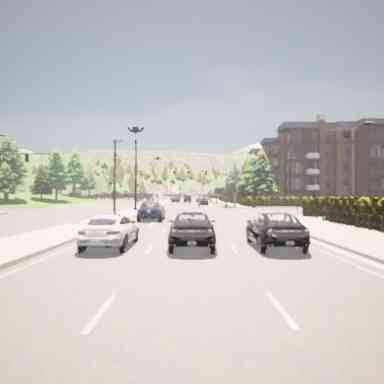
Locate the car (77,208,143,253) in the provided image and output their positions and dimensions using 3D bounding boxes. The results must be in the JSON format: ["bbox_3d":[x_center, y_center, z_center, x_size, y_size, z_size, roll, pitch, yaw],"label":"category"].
[{"bbox_3d":[-3.494,1.659,14.333,1.812,1.442,4.674,0,0,0],"label":"car"}]

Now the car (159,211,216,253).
[{"bbox_3d":[0.005,1.625,14.233,2.128,1.511,4.902,0,0,0],"label":"car"}]

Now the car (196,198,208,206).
[{"bbox_3d":[2.294,2.125,67.345,1.837,1.490,4.892,0,-1,-1],"label":"car"}]

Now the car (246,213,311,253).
[{"bbox_3d":[3.505,1.625,14.235,2.128,1.511,4.902,0,0,0],"label":"car"}]

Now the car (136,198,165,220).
[{"bbox_3d":[-3.510,1.620,29.054,2.097,1.767,4.553,0,-1,0],"label":"car"}]
